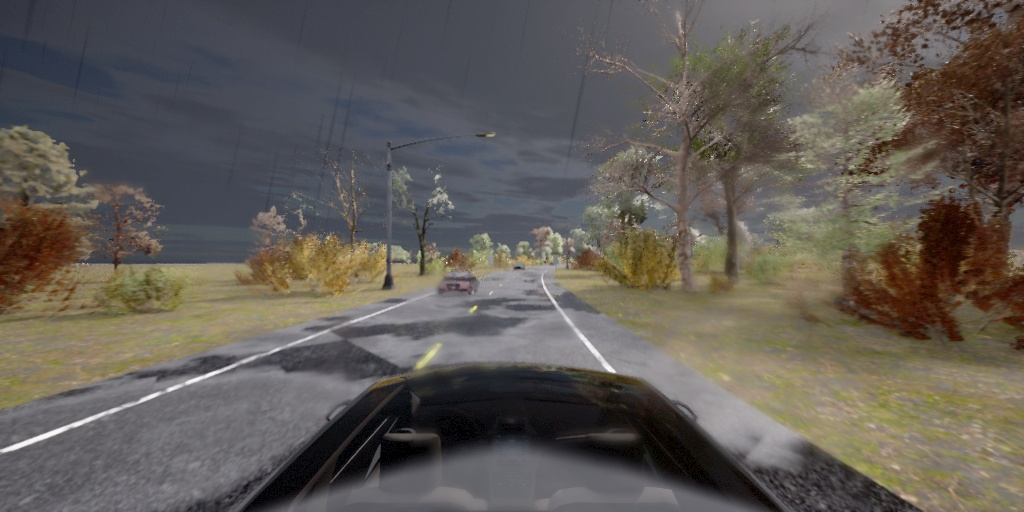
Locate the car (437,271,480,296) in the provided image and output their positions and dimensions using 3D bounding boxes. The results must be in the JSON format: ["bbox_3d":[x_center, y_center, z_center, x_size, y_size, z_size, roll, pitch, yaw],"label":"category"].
[{"bbox_3d":[-3.137,1.582,21.667,1.994,1.385,4.181,0,-1,2],"label":"car"}]
